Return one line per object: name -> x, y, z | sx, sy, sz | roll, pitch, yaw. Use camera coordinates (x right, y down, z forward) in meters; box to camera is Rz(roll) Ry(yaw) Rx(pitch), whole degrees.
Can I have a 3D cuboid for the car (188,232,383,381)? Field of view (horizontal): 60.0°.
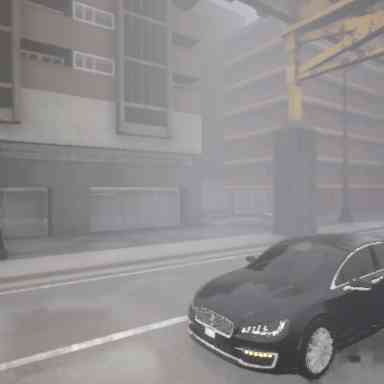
car -> 2.202, 1.501, 5.564 | 4.892, 1.490, 1.837 | 0, 0, -35
